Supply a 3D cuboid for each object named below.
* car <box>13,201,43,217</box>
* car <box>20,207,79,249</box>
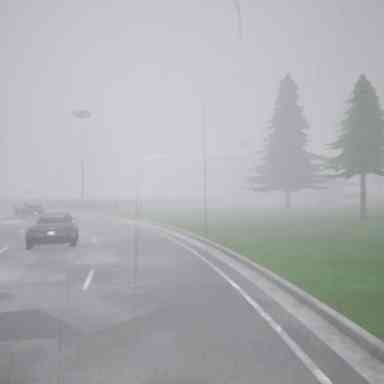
[{"bbox_3d":[-15.123,1.575,30.706,1.837,1.490,4.892,0,0,-39],"label":"car"},{"bbox_3d":[-6.177,1.589,14.992,1.994,1.385,4.181,0,0,-18],"label":"car"}]
